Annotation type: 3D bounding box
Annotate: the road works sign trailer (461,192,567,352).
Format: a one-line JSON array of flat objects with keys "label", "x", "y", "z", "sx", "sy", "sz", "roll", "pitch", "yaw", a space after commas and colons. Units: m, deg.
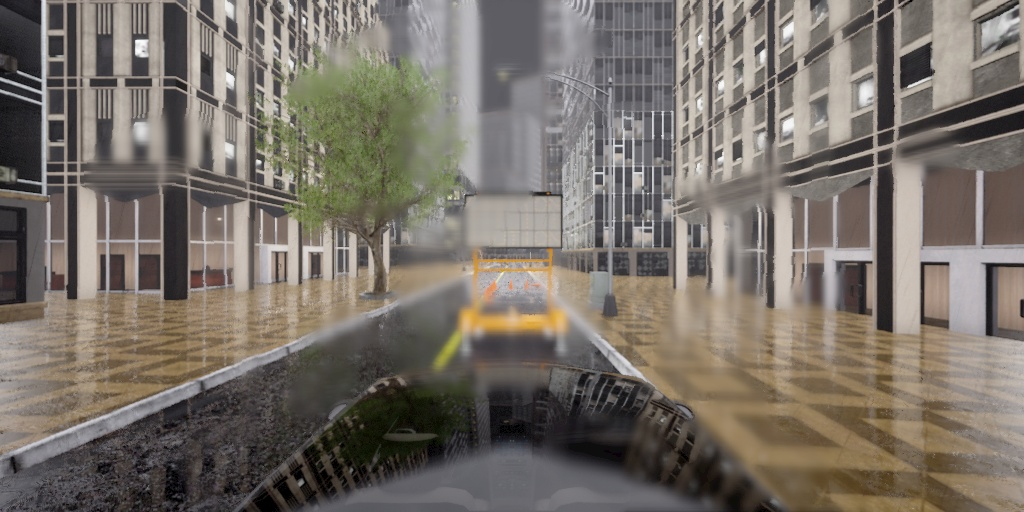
[{"label": "road works sign trailer", "x": 0.043, "y": 0.225, "z": 8.910, "sx": 2.380, "sy": 3.560, "sz": 2.880, "roll": 0, "pitch": 0, "yaw": 0}]
